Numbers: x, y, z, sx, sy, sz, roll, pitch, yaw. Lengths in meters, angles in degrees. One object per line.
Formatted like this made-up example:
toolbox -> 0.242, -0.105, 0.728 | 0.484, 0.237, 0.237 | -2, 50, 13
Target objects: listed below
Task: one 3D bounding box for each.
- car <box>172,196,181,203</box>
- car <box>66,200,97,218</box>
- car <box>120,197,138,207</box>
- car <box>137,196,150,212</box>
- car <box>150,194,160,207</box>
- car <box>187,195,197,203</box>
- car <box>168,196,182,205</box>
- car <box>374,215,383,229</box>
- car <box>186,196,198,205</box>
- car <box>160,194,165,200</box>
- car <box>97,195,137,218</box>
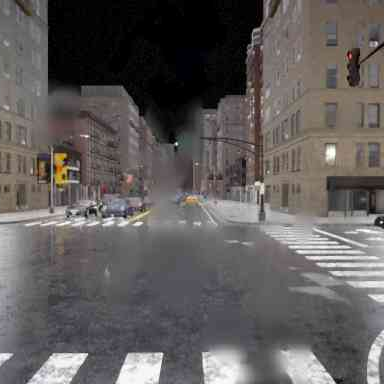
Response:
car -> -3.236, 1.501, 70.780 | 1.812, 1.442, 4.674 | 0, 0, 0
car -> -9.838, 1.507, 30.173 | 2.128, 1.511, 4.902 | 0, 0, 0
car -> -9.831, 1.580, 52.107 | 1.812, 1.442, 4.674 | 0, 0, 0
car -> -6.583, 1.379, 38.773 | 2.097, 1.767, 4.553 | 0, 0, 0
car -> -6.578, 1.403, 50.706 | 2.097, 1.767, 4.553 | 0, 0, 0
car -> 0.014, 1.502, 70.780 | 2.128, 1.511, 4.902 | 0, 0, 0
car -> -3.238, 1.641, 60.745 | 1.994, 1.385, 4.181 | 0, 0, 0
car -> 12.553, 1.510, 18.546 | 4.181, 1.385, 1.994 | 0, 1, 0
car -> 0.012, 1.554, 60.361 | 1.882, 1.535, 5.008 | 0, 0, 0
car -> -6.487, 1.062, 65.807 | 2.097, 1.767, 4.553 | 0, 0, 0
car -> -6.587, 1.368, 29.838 | 2.097, 1.767, 4.553 | 0, 0, 0
